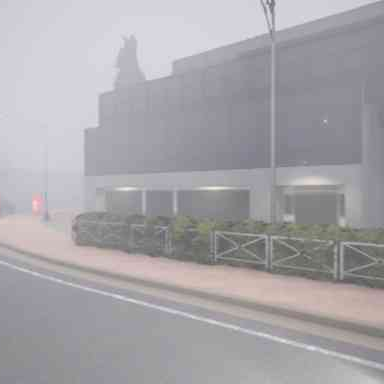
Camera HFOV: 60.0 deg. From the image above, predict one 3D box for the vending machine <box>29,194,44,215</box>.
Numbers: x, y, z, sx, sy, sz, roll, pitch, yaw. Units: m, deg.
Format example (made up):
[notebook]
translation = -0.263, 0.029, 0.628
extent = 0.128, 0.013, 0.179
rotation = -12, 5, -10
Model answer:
[vending machine]
translation = -15.473, 1.248, 33.117
extent = 1.100, 2.100, 0.880
rotation = 0, 0, -10

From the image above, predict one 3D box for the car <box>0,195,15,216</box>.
[car]
translation = -19.694, 1.282, 33.348
extent = 2.150, 2.045, 5.566
rotation = 0, 0, -10
